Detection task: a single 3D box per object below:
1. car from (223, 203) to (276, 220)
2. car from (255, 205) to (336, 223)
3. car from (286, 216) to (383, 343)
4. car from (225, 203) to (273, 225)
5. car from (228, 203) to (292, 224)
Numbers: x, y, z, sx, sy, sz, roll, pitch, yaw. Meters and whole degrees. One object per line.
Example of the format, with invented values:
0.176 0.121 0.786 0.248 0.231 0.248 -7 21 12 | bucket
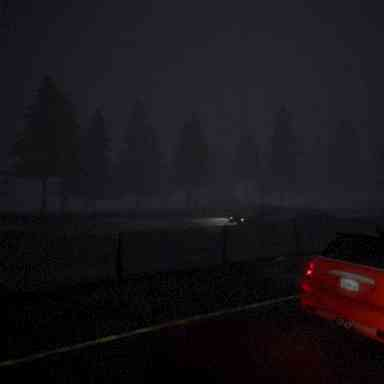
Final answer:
5.097 1.668 29.635 4.181 1.385 1.994 0 0 -20 | car
6.179 1.614 18.808 4.674 1.442 1.812 1 0 -23 | car
4.156 1.396 5.952 4.553 1.767 2.097 1 0 -30 | car
5.199 1.636 22.258 5.357 1.411 2.033 1 0 -23 | car
5.338 1.624 26.021 4.674 1.442 1.812 0 0 -21 | car
